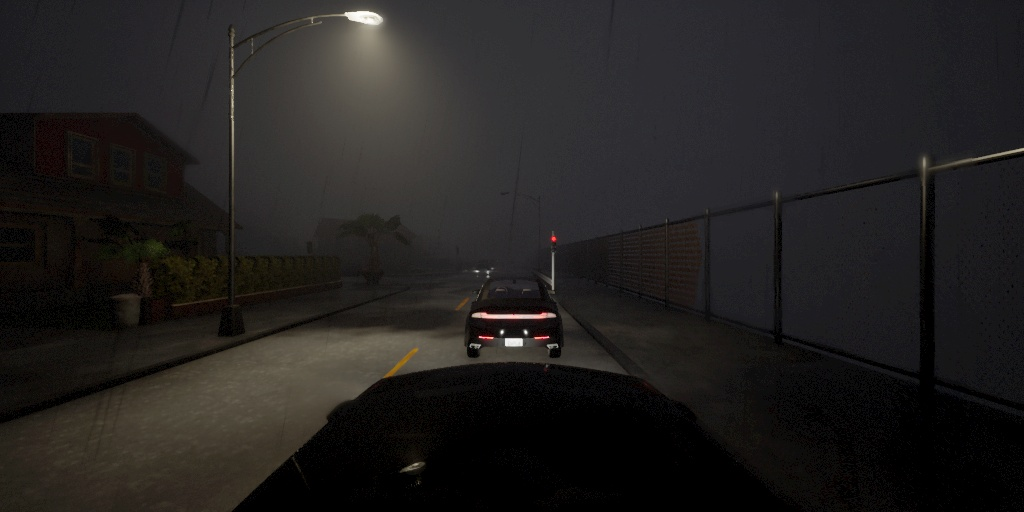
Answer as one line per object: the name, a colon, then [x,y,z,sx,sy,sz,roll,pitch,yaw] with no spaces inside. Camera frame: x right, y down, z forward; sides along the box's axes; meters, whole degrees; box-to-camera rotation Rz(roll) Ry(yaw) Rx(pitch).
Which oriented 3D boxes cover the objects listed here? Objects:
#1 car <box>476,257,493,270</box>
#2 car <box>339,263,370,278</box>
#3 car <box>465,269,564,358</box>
car: [-4.111,1.255,51.850,1.837,1.490,4.892,0,0,0]
car: [-14.961,1.314,32.768,4.181,1.385,1.994,0,0,1]
car: [0.052,1.242,8.465,2.128,1.511,4.902,0,0,0]
